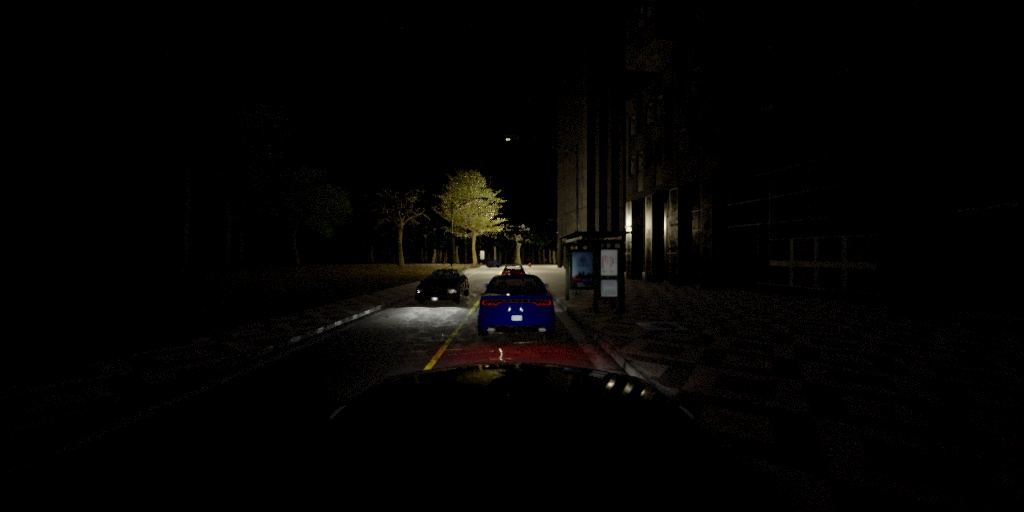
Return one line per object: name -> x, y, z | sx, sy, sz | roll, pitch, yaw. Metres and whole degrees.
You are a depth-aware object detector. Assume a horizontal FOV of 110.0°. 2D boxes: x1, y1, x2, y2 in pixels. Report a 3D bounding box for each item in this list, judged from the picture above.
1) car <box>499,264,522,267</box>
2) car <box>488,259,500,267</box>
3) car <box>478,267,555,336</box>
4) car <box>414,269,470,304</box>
car -> 0.129, 1.431, 30.274 | 1.895, 1.301, 4.718 | 0, 0, 0
car -> -2.944, 1.301, 59.190 | 1.882, 1.535, 5.008 | 0, 0, 0
car -> 0.110, 1.242, 10.490 | 1.882, 1.535, 5.008 | 0, 0, 0
car -> -3.085, 1.334, 16.972 | 2.033, 1.411, 5.357 | 0, 0, 0
